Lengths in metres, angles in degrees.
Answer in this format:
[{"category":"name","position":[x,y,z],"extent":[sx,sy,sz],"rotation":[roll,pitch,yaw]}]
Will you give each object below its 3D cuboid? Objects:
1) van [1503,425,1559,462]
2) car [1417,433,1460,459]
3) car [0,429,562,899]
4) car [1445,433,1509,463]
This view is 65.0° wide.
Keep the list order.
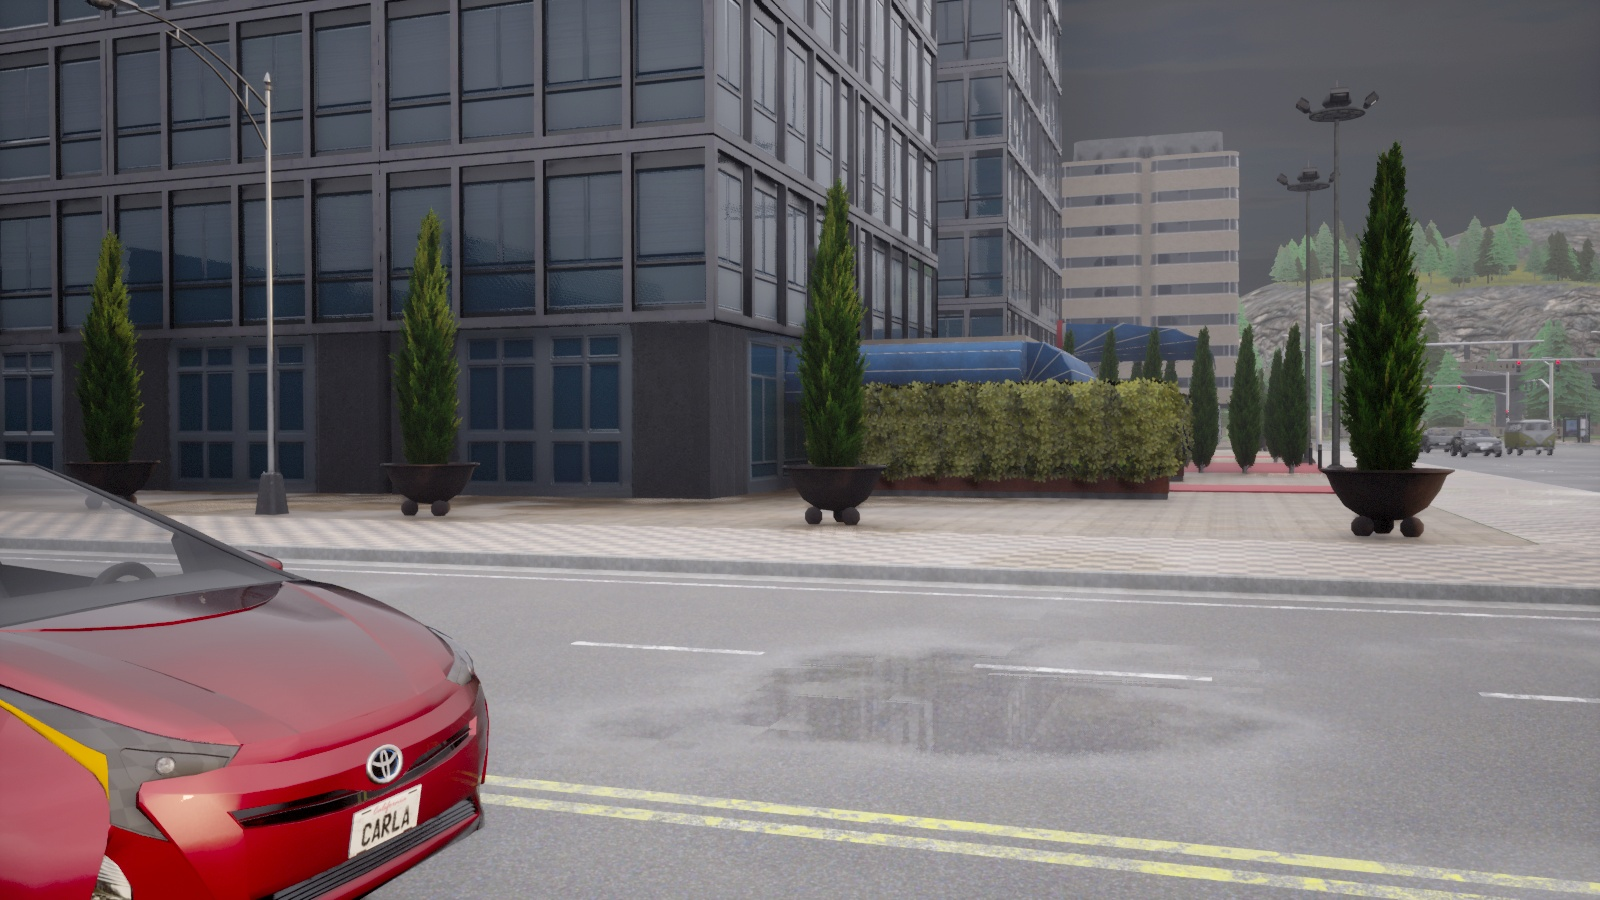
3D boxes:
[{"category":"van","position":[40.416,-0.382,69.508],"extent":[1.775,1.987,4.442],"rotation":[1,1,18]},{"category":"car","position":[39.325,-0.286,77.388],"extent":[1.789,1.549,3.705],"rotation":[1,1,18]},{"category":"car","position":[-3.322,0.692,4.311],"extent":[4.514,1.525,2.007],"rotation":[1,1,19]},{"category":"car","position":[35.652,-0.144,66.237],"extent":[2.128,1.511,4.902],"rotation":[1,1,18]}]
